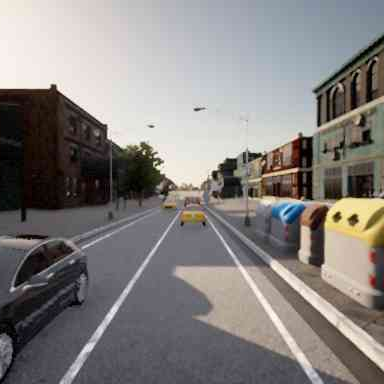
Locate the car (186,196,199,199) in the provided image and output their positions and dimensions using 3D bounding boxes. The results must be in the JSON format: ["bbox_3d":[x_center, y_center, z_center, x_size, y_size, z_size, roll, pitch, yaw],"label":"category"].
[{"bbox_3d":[0.074,1.550,42.556,2.150,2.045,5.566,0,0,0],"label":"car"}]

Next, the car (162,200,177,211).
[{"bbox_3d":[-3.105,1.838,46.942,1.882,1.535,5.008,0,0,0],"label":"car"}]

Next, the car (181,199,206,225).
[{"bbox_3d":[0.089,1.618,25.543,1.801,1.575,5.366,0,0,0],"label":"car"}]

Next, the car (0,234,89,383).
[{"bbox_3d":[-3.098,1.519,5.285,1.837,1.490,4.892,0,0,0],"label":"car"}]
